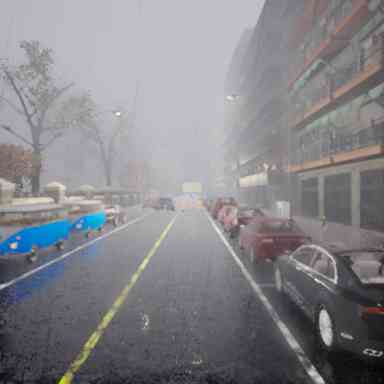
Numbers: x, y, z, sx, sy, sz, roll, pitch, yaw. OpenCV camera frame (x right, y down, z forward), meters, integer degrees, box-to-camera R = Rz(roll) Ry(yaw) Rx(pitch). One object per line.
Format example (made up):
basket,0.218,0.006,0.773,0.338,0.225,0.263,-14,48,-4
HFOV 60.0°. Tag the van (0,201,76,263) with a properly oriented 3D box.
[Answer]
van,-5.682,1.341,11.591,1.690,1.788,3.998,0,0,0

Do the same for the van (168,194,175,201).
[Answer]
van,-5.648,1.441,90.414,1.690,1.788,3.998,0,0,0

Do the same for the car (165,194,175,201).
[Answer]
car,-5.651,1.400,84.783,2.192,1.841,5.009,0,0,0

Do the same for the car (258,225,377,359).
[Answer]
car,2.696,1.550,5.958,2.008,1.369,4.403,0,0,0

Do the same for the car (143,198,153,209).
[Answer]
car,-5.667,1.551,45.202,1.752,1.417,4.829,0,0,0

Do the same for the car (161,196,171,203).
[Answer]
car,-5.656,1.603,73.523,1.887,1.381,4.507,0,0,0

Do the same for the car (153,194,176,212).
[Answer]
car,-3.068,1.371,39.347,2.097,1.767,4.553,0,0,0

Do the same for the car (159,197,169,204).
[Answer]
car,-5.658,1.632,67.895,1.802,1.307,4.206,0,0,0

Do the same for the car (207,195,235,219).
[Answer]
car,2.706,1.324,28.477,2.192,1.841,5.009,0,0,0

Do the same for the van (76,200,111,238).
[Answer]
van,-5.679,1.343,17.220,1.690,1.788,3.998,0,0,0

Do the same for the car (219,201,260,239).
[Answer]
car,2.701,1.442,17.217,1.967,1.590,4.097,0,0,0

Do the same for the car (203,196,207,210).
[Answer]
car,2.710,1.460,39.737,1.967,1.590,4.097,0,0,0

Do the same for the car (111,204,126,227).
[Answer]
car,-5.677,1.555,22.851,2.008,1.369,4.403,0,0,0

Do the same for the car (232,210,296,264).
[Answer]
car,2.698,1.545,11.587,1.887,1.381,4.507,0,0,0

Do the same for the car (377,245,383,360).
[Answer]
car,2.694,1.315,0.327,2.192,1.841,5.009,0,0,0

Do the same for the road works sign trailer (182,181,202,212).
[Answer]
road works sign trailer,0.019,0.484,39.190,2.380,3.560,2.880,0,0,0

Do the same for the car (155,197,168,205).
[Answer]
car,-5.660,1.610,62.265,1.947,1.339,4.313,0,0,0

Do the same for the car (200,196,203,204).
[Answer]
car,2.715,1.598,50.999,1.947,1.339,4.313,0,0,0

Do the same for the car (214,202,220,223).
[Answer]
car,2.703,1.587,22.848,1.802,1.307,4.206,0,0,0

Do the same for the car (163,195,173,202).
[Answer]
car,-5.653,1.511,79.152,1.967,1.590,4.097,0,0,0

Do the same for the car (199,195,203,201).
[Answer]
car,2.718,1.589,56.630,2.008,1.369,4.403,0,0,0
